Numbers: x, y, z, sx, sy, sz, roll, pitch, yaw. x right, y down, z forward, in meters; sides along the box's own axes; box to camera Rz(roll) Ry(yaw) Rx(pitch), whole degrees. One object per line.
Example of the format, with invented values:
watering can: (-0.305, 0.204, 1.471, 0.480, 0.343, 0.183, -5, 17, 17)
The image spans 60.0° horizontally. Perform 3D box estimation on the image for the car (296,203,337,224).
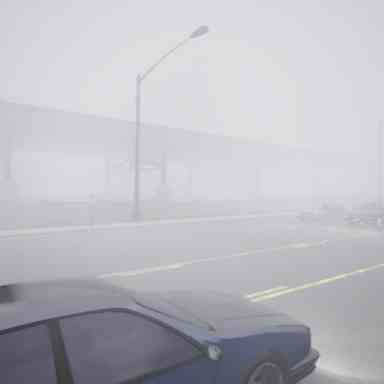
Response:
car: (9.523, 1.479, 23.657, 4.718, 1.301, 1.895, 0, 0, -35)

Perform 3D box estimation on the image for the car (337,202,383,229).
car: (11.404, 1.383, 20.678, 4.892, 1.490, 1.837, 0, 0, -35)

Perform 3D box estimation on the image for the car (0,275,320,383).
car: (-1.181, 1.545, 2.911, 5.357, 1.411, 2.033, 0, 0, -35)
